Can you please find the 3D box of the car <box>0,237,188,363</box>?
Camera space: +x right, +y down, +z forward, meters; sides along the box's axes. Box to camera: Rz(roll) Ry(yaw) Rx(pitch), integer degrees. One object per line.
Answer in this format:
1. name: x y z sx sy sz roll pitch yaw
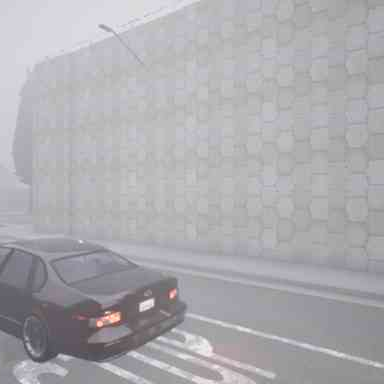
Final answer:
1. car: -2.648 1.547 5.865 5.357 1.411 2.033 0 0 35
